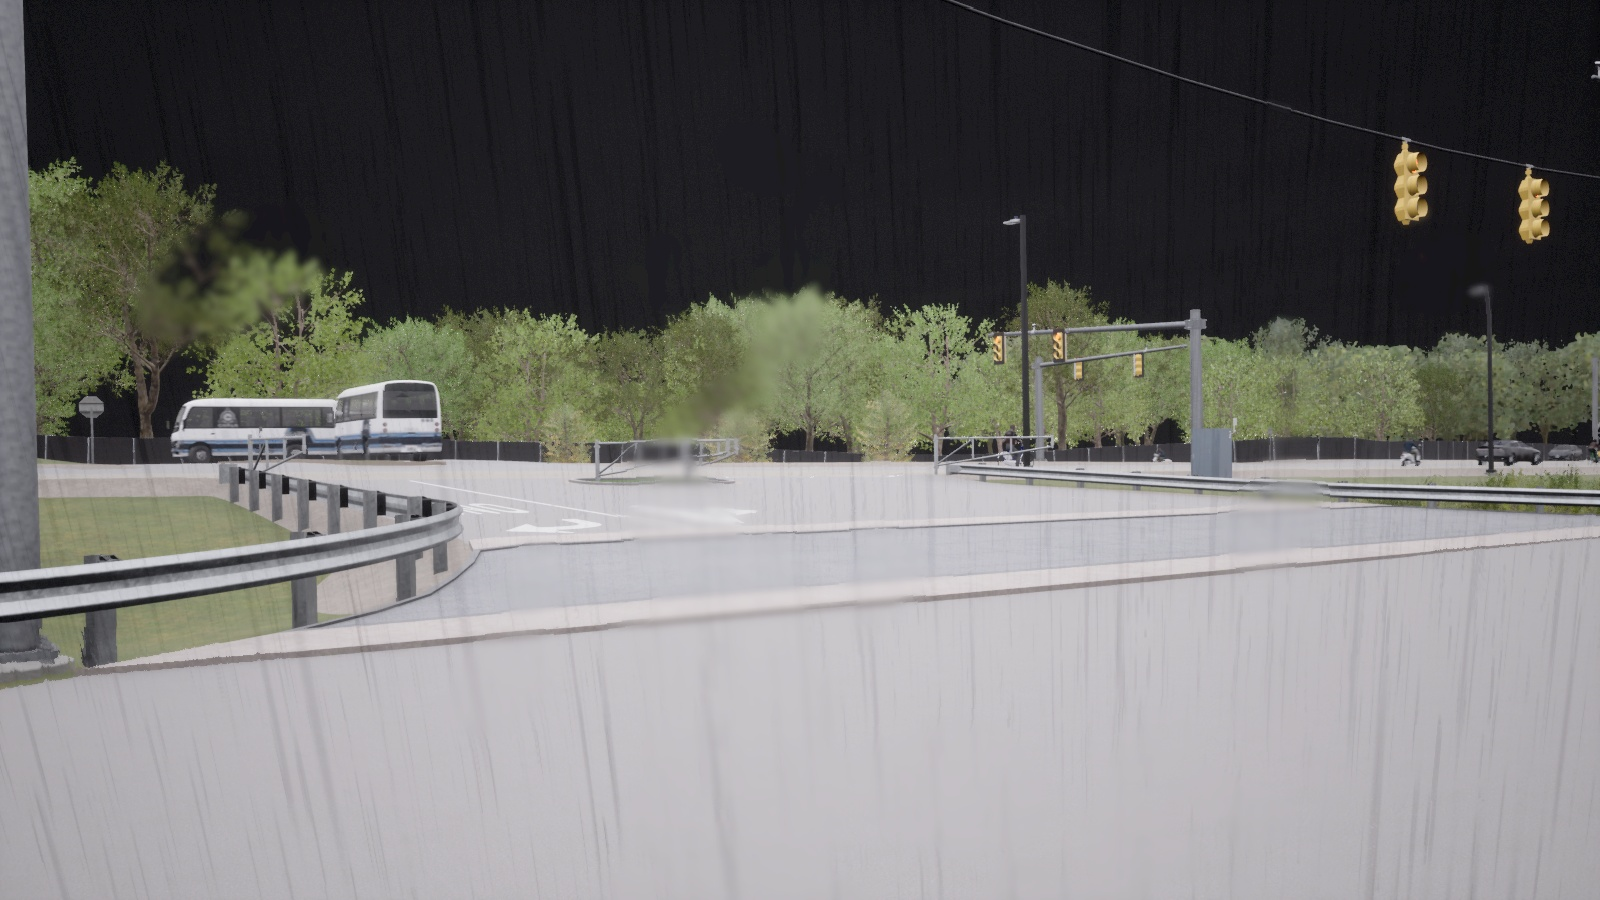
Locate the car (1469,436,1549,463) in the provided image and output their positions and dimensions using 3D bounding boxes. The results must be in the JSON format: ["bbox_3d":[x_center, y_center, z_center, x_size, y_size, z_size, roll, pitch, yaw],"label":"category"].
[{"bbox_3d":[41.446,-0.029,73.394,4.902,1.511,2.128,0,0,-34],"label":"car"}]

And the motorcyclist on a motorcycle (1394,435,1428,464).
[{"bbox_3d":[32.919,-0.025,67.631,1.817,1.590,0.866,0,0,-34],"label":"motorcyclist on a motorcycle"}]

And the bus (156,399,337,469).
[{"bbox_3d":[-35.951,-1.055,81.733,10.273,4.253,3.944,-1,-1,-31],"label":"bus"}]

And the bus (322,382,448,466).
[{"bbox_3d":[-23.053,-1.330,69.276,3.944,4.253,10.273,-1,0,-33],"label":"bus"}]

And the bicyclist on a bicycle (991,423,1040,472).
[{"bbox_3d":[8.009,-0.102,46.571,1.843,1.776,0.659,0,0,-34],"label":"bicyclist on a bicycle"}]
